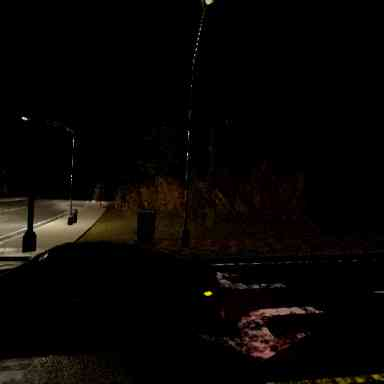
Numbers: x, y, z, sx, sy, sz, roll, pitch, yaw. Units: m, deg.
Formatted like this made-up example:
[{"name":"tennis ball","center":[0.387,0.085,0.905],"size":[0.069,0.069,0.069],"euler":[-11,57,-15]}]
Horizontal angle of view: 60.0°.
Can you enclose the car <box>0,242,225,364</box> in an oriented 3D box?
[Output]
[{"name":"car","center":[-1.845,1.519,4.960],"size":[4.674,1.442,1.812],"euler":[0,0,-11]}]
